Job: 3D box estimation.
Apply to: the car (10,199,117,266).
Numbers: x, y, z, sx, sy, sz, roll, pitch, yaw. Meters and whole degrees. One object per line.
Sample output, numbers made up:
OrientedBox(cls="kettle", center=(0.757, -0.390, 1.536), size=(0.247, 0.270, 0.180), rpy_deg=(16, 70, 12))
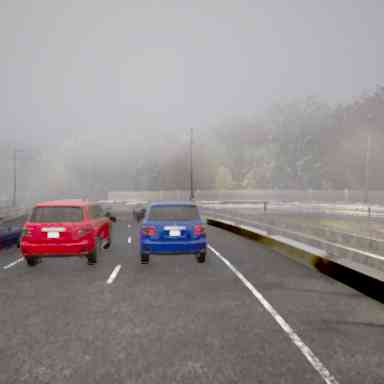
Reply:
OrientedBox(cls="car", center=(-4.297, 1.338, 12.249), size=(2.150, 2.045, 5.566), rpy_deg=(0, 0, -7))

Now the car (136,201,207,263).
OrientedBox(cls="car", center=(-0.812, 1.329, 12.561), size=(2.150, 2.045, 5.566), rpy_deg=(0, 0, -7))

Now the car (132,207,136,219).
OrientedBox(cls="car", center=(-4.178, 1.762, 29.615), size=(1.837, 1.490, 4.892), rpy_deg=(0, 0, -15))

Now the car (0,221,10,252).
OrientedBox(cls="car", center=(-7.849, 1.729, 12.469), size=(1.895, 1.301, 4.718), rpy_deg=(0, 0, -7))

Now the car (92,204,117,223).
OrientedBox(cls="car", center=(-7.662, 1.828, 29.072), size=(1.994, 1.385, 4.181), rpy_deg=(0, 0, -15))

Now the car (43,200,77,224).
OrientedBox(cls="car", center=(-10.965, 1.616, 27.909), size=(2.097, 1.767, 4.553), rpy_deg=(0, -1, -15))
